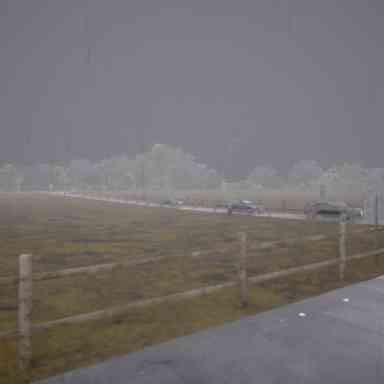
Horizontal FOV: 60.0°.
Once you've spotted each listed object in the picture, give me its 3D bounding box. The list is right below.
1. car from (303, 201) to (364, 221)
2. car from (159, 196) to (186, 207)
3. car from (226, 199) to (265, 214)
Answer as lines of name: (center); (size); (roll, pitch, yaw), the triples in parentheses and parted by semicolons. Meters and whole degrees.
car: (11.268, 1.463, 26.554); (2.128, 1.511, 4.902); (1, -1, -34)
car: (-2.756, 1.314, 46.201); (2.128, 1.511, 4.902); (1, 0, -36)
car: (5.497, 1.494, 34.671); (1.812, 1.442, 4.674); (1, 0, -36)
